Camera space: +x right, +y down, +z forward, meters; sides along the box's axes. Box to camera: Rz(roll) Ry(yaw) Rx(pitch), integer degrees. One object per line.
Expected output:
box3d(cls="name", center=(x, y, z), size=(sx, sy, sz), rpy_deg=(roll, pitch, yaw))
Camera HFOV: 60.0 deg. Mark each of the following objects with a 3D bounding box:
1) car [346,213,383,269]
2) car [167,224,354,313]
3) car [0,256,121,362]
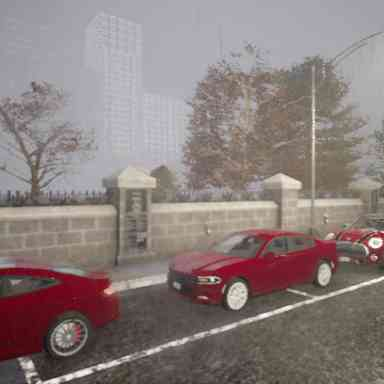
box3d(cls="car", center=(6.126, 1.441, 10.940), size=(4.097, 1.590, 1.967), rpy_deg=(0, 0, -36))
box3d(cls="car", center=(1.547, 1.544, 7.667), size=(4.507, 1.381, 1.887), rpy_deg=(0, 0, -36))
box3d(cls="car", center=(-3.032, 1.584, 4.395), size=(4.206, 1.307, 1.802), rpy_deg=(0, 0, -36))
